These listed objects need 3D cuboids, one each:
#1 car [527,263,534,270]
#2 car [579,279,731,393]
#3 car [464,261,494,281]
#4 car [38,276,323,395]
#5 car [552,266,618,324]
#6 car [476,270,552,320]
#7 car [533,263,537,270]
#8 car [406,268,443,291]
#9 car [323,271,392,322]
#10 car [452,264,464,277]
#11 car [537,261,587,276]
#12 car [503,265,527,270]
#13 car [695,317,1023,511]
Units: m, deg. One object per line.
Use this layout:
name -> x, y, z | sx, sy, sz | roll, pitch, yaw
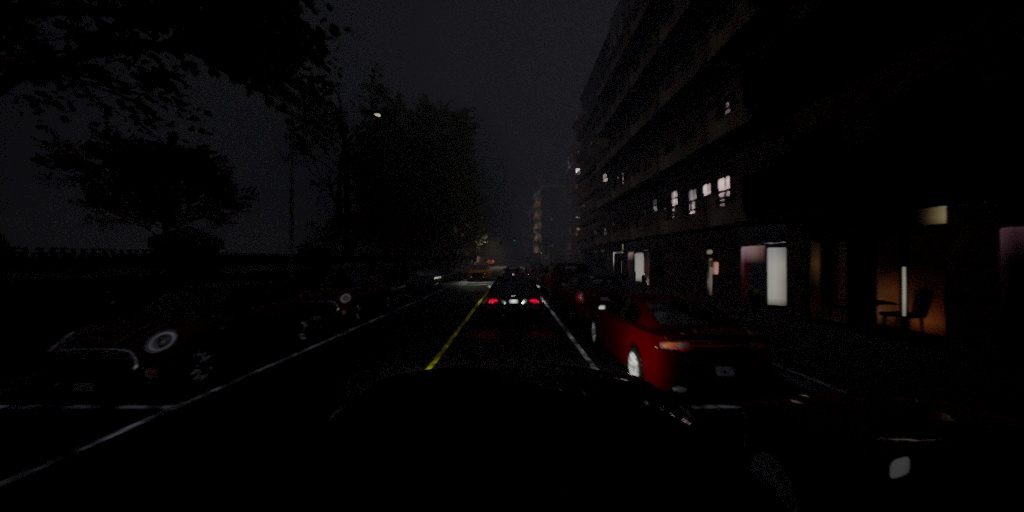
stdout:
car -> 2.699, 1.532, 40.530 | 1.967, 1.591, 4.097 | 0, 0, 0
car -> 2.691, 1.338, 6.751 | 1.888, 1.381, 4.507 | 0, 0, 0
car -> -3.093, 1.516, 34.531 | 1.882, 1.535, 5.008 | 0, -1, 0
car -> -5.689, 1.234, 6.753 | 1.967, 1.591, 4.097 | 0, 0, 0
car -> 2.693, 1.282, 12.380 | 1.967, 1.591, 4.097 | 0, 0, 0
car -> 0.067, 1.395, 12.985 | 2.033, 1.411, 5.357 | 0, 0, 0
car -> 2.696, 1.380, 23.641 | 1.967, 1.591, 4.097 | 0, 0, 0
car -> -5.685, 1.492, 23.642 | 2.007, 1.370, 4.403 | 0, 0, 0
car -> -5.688, 1.283, 12.381 | 1.967, 1.591, 4.097 | 0, 0, 0
car -> -5.681, 1.619, 40.362 | 1.751, 1.417, 4.829 | 0, 0, 0
car -> 2.694, 1.206, 18.010 | 2.192, 1.841, 5.009 | 0, 0, 0
car -> 0.094, 1.591, 33.375 | 1.994, 1.385, 4.181 | 0, -1, 0
car -> 2.691, 1.290, 1.121 | 1.888, 1.381, 4.507 | 0, 0, 0
